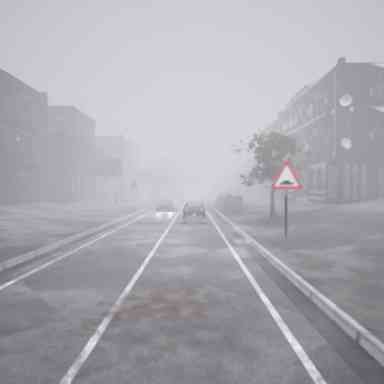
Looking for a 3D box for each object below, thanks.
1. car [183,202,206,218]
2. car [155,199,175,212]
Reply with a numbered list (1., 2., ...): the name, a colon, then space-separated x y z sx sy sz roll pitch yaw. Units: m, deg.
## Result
1. car: 0.194 1.530 29.515 1.895 1.301 4.718 0 0 0
2. car: -2.964 1.461 37.255 1.994 1.385 4.181 0 0 0
